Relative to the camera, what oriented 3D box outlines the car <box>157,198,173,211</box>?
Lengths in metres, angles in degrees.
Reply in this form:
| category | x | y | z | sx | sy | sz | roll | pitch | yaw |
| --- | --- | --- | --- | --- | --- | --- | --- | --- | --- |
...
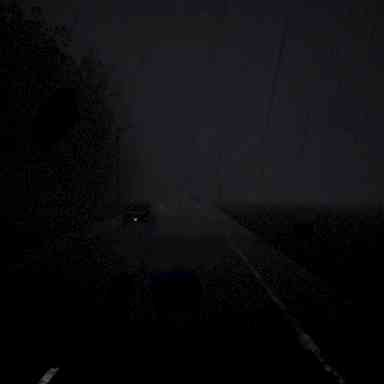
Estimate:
| category | x | y | z | sx | sy | sz | roll | pitch | yaw |
| --- | --- | --- | --- | --- | --- | --- | --- | --- | --- |
| car | -3.374 | 1.425 | 39.389 | 1.837 | 1.490 | 4.892 | 0 | 0 | 0 |

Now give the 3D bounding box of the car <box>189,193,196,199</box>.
| category | x | y | z | sx | sy | sz | roll | pitch | yaw |
| --- | --- | --- | --- | --- | --- | --- | --- | --- | --- |
| car | 0.067 | 1.171 | 93.508 | 1.837 | 1.490 | 4.892 | 0 | 0 | 0 |

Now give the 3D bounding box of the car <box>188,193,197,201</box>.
| category | x | y | z | sx | sy | sz | roll | pitch | yaw |
| --- | --- | --- | --- | --- | --- | --- | --- | --- | --- |
| car | 0.058 | 1.150 | 78.384 | 2.097 | 1.767 | 4.553 | 0 | 0 | 0 |

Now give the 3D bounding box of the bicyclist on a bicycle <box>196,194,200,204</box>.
| category | x | y | z | sx | sy | sz | roll | pitch | yaw |
| --- | --- | --- | --- | --- | --- | --- | --- | --- | --- |
| bicyclist on a bicycle | 1.002 | 1.261 | 54.413 | 0.659 | 1.776 | 1.843 | 0 | 0 | 0 |

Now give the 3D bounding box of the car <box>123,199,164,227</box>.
| category | x | y | z | sx | sy | sz | roll | pitch | yaw |
| --- | --- | --- | --- | --- | --- | --- | --- | --- | --- |
| car | -3.385 | 1.446 | 22.434 | 2.128 | 1.511 | 4.902 | 0 | 0 | 0 |

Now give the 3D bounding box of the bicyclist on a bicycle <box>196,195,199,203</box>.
| category | x | y | z | sx | sy | sz | roll | pitch | yaw |
| --- | --- | --- | --- | --- | --- | --- | --- | --- | --- |
| bicyclist on a bicycle | 1.007 | 1.326 | 63.094 | 0.582 | 1.620 | 1.656 | 0 | 0 | 0 |
